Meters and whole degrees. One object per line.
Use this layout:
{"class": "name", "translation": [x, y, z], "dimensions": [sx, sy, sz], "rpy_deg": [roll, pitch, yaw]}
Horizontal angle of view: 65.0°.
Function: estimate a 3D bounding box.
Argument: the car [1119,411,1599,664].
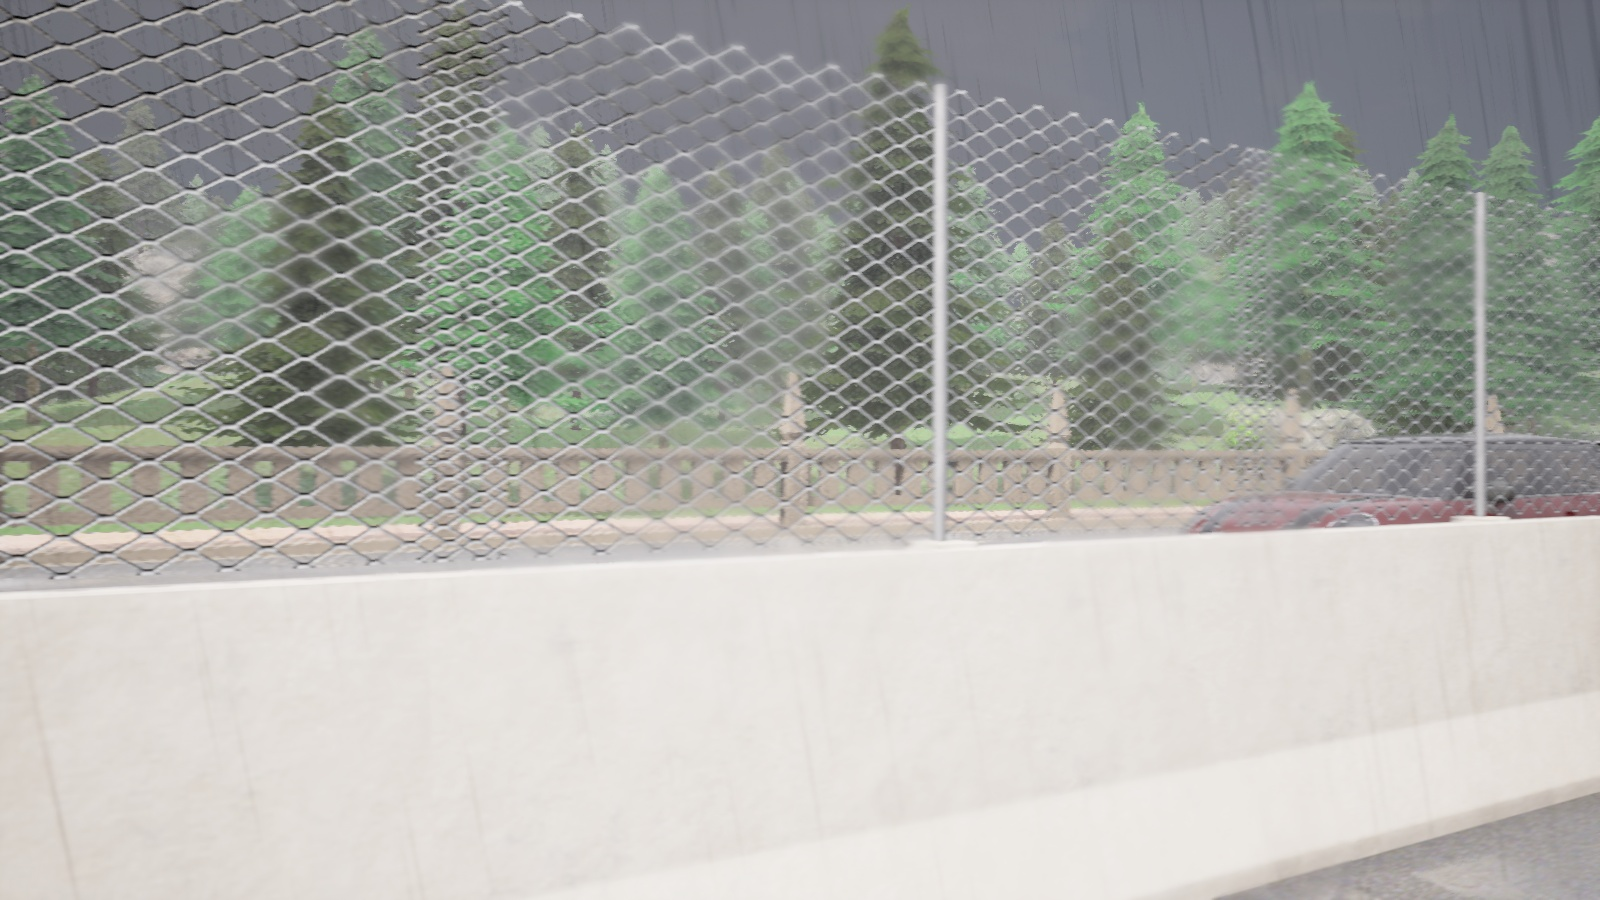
{"class": "car", "translation": [5.210, 0.615, 10.786], "dimensions": [4.553, 1.767, 2.097], "rpy_deg": [0, 0, -28]}
